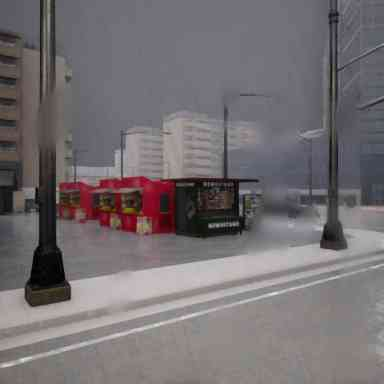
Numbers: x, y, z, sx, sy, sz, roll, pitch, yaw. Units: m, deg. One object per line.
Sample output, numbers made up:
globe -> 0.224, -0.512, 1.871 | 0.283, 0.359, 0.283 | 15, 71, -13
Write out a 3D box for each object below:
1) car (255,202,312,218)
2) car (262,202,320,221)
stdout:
car -> 9.077, 1.718, 33.402 | 2.033, 1.411, 5.357 | 0, -1, -36
car -> 8.225, 1.678, 28.626 | 2.033, 1.411, 5.357 | 0, -1, -36
